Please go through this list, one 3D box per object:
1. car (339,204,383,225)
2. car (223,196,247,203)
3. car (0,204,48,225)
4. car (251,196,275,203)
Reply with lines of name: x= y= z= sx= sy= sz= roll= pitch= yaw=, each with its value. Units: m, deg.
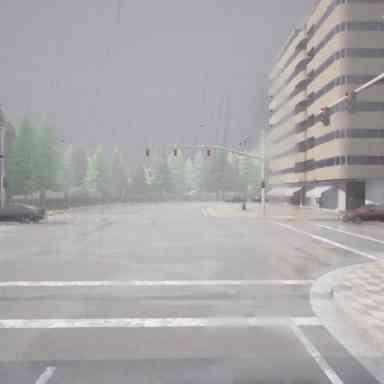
car: x=13.155 y=1.581 z=24.207 sx=4.674 sy=1.442 sz=1.812 roll=0 pitch=0 yaw=-1
car: x=8.858 y=1.547 z=68.251 sx=5.357 sy=1.411 sz=2.033 roll=0 pitch=0 yaw=-38
car: x=-12.819 y=1.571 z=23.782 sx=4.674 sy=1.442 sz=1.812 roll=0 pitch=0 yaw=-1
car: x=14.171 y=1.526 z=67.955 sx=4.674 sy=1.442 sz=1.812 roll=0 pitch=0 yaw=-34
